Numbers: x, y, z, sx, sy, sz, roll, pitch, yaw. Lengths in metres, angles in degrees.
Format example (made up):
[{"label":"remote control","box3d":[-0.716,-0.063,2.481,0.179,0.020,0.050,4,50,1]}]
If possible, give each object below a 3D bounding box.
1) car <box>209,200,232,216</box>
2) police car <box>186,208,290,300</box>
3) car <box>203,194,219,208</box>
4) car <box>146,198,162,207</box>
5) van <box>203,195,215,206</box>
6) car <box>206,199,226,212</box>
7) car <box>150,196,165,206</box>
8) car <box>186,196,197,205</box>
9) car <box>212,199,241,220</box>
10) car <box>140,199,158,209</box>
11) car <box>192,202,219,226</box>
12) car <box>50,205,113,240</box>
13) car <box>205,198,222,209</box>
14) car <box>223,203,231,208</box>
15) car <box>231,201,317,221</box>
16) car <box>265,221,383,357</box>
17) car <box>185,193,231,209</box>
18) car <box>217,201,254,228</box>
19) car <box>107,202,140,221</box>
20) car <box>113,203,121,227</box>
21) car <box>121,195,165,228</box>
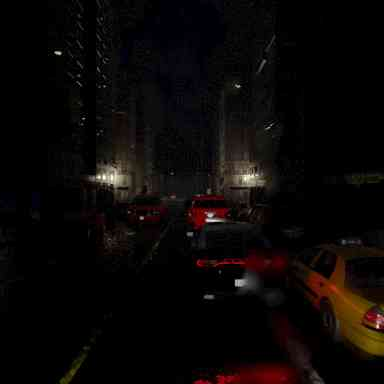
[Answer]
[{"label":"car","box3d":[2.819,1.549,33.681,2.008,1.369,4.403,0,0,0]},{"label":"police car","box3d":[0.888,1.425,8.551,1.930,1.638,5.238,0,0,0]},{"label":"car","box3d":[2.800,1.312,50.252,2.192,1.841,5.009,0,0,0]},{"label":"car","box3d":[-5.726,1.563,50.236,1.947,1.339,4.313,0,0,0]},{"label":"van","box3d":[2.794,1.338,55.776,1.690,1.788,3.998,0,0,0]},{"label":"car","box3d":[2.812,1.548,39.205,2.008,1.369,4.403,0,0,0]},{"label":"car","box3d":[-5.732,1.437,55.761,1.967,1.590,4.097,0,0,0]},{"label":"car","box3d":[-0.069,1.522,59.563,1.812,1.442,4.674,0,0,0]},{"label":"car","box3d":[2.825,1.438,28.157,1.967,1.590,4.097,0,0,0]},{"label":"car","box3d":[-5.720,1.579,44.711,1.802,1.307,4.206,0,0,0]},{"label":"car","box3d":[0.871,1.525,24.441,1.812,1.442,4.674,0,0,0]},{"label":"car","box3d":[-5.688,1.544,17.085,1.887,1.381,4.507,0,0,0]},{"label":"car","box3d":[2.806,1.563,44.728,1.947,1.339,4.313,0,0,0]},{"label":"car","box3d":[2.837,1.524,17.280,1.752,1.417,4.829,0,0,0]},{"label":"car","box3d":[2.844,1.315,11.586,2.192,1.841,5.009,0,0,0]},{"label":"car","box3d":[2.850,1.525,6.233,1.752,1.417,4.829,0,0,0]},{"label":"car","box3d":[0.878,1.222,18.471,2.150,2.045,5.566,0,0,0]},{"label":"car","box3d":[2.831,1.439,22.634,1.967,1.590,4.097,0,0,0]},{"label":"car","box3d":[-5.701,1.564,28.135,1.947,1.339,4.313,0,0,0]},{"label":"car","box3d":[-5.695,1.565,22.610,1.947,1.339,4.313,0,0,0]},{"label":"car","box3d":[-3.039,1.220,22.775,2.150,2.045,5.566,0,0,0]}]
